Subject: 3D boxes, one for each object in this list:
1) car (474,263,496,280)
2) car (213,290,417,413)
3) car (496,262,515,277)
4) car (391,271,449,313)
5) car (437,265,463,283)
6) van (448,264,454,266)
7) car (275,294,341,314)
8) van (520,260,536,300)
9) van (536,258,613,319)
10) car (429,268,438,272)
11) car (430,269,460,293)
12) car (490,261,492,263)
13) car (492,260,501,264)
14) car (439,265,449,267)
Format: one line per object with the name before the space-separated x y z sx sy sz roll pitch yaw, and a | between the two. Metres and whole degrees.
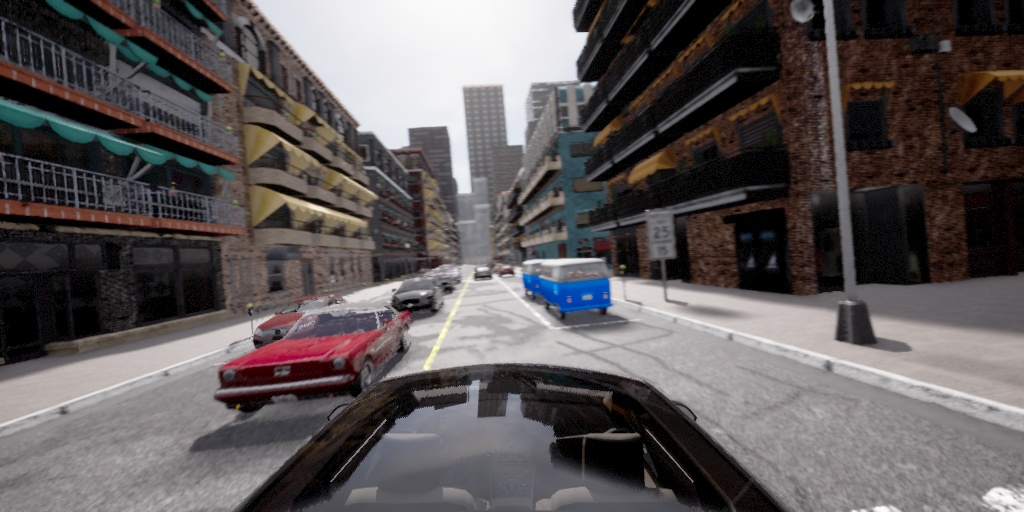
car | -3.090 1.811 38.454 1.994 1.385 4.181 -5 0 -5
car | -3.319 1.669 7.071 1.895 1.301 4.718 -5 0 -5
car | -0.544 1.623 40.027 1.802 1.307 4.207 0 0 -5
car | -4.190 1.706 16.370 1.837 1.490 4.892 -5 0 -5
car | -6.010 2.032 36.335 2.033 1.411 5.357 -5 0 -5
van | -10.390 2.330 56.003 1.690 1.789 3.998 0 0 -5
car | -6.223 1.929 11.385 1.802 1.307 4.207 0 0 -5
van | 1.539 1.060 17.718 1.690 1.789 3.998 0 0 -5
van | 2.060 0.980 12.140 1.690 1.789 3.998 0 0 -5
car | -8.828 2.330 39.272 1.802 1.307 4.207 0 0 -5
car | -5.050 1.936 25.712 1.895 1.301 4.718 -5 0 -5
car | -2.628 1.677 62.336 2.192 1.841 5.009 0 0 -5
car | -1.602 1.727 51.351 1.751 1.417 4.829 0 0 -5
car | -9.349 2.268 44.849 1.967 1.591 4.097 0 0 -5
